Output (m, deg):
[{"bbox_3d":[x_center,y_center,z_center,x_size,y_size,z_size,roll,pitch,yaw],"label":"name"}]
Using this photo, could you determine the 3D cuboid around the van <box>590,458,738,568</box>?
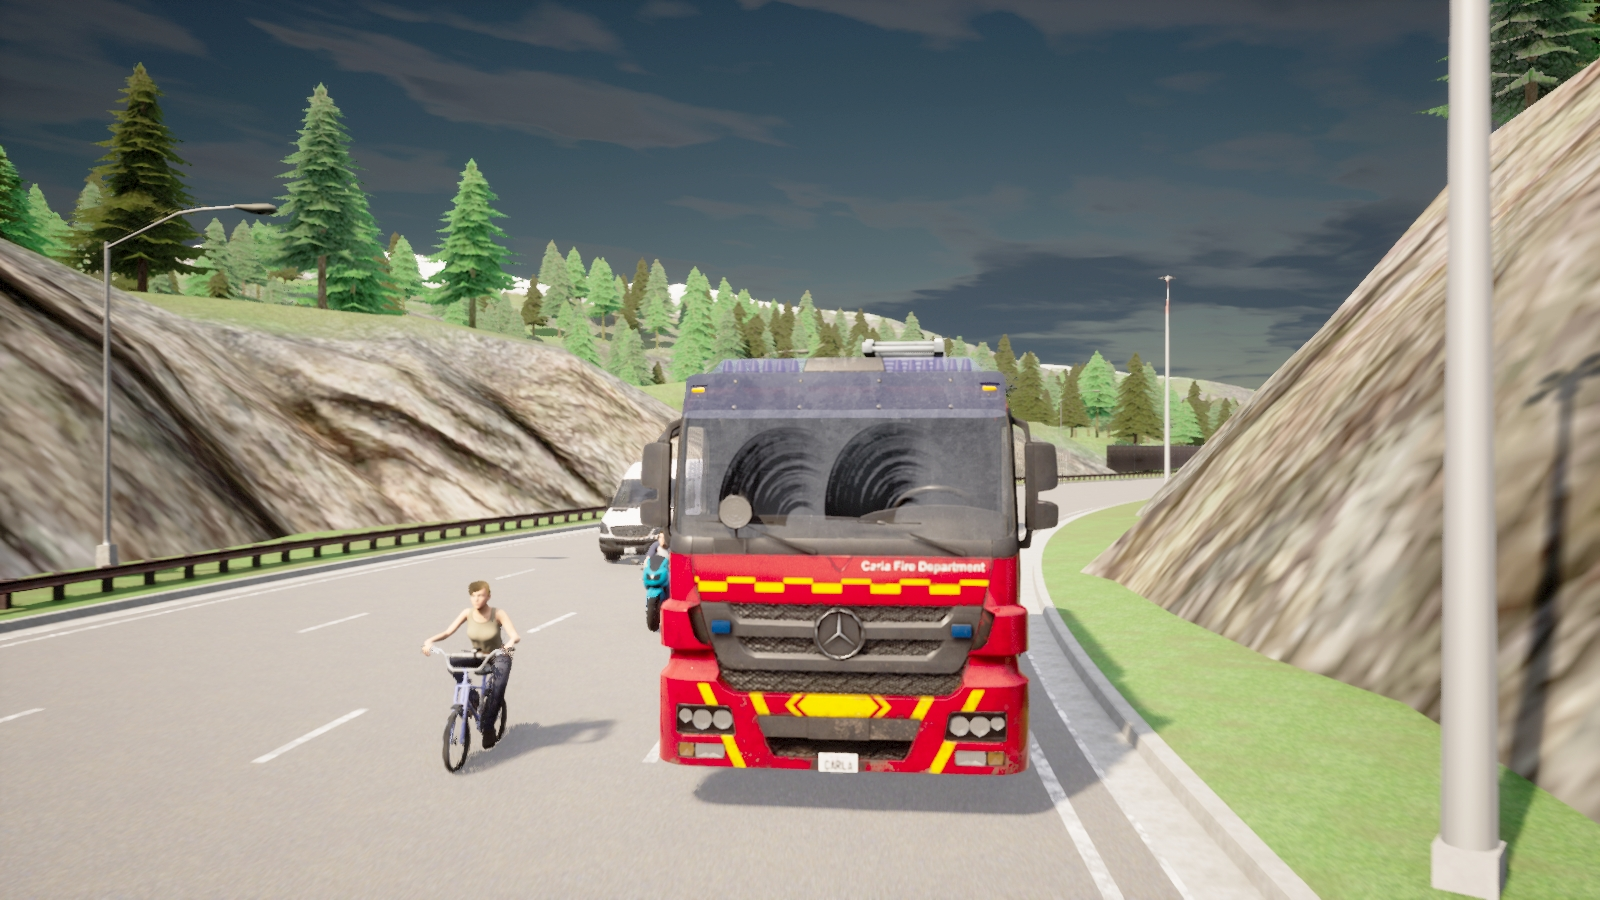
[{"bbox_3d":[-3.422,1.522,30.131,1.988,2.561,5.915,0,0,13],"label":"van"}]

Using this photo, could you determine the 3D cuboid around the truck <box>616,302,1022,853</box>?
[{"bbox_3d":[0.577,0.885,12.304,2.891,3.827,8.468,0,0,6],"label":"truck"}]

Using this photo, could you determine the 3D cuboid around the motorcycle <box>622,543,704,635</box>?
[{"bbox_3d":[-2.160,2.178,18.258,0.803,1.199,2.033,0,0,8],"label":"motorcycle"}]

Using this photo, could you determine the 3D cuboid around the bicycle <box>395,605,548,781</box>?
[{"bbox_3d":[-2.946,2.153,10.404,0.859,1.277,1.487,0,0,5],"label":"bicycle"}]
